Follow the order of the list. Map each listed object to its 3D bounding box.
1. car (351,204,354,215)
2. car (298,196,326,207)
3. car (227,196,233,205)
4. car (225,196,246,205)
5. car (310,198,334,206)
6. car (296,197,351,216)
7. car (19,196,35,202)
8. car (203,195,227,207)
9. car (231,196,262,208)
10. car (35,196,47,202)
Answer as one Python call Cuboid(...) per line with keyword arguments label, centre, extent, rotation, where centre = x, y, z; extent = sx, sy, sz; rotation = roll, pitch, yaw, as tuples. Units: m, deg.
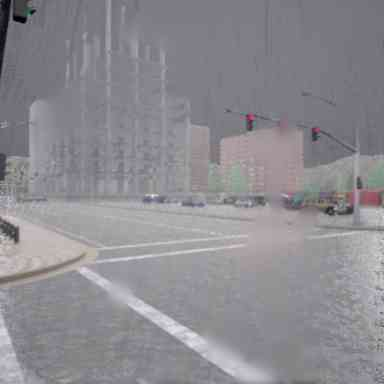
Cuboid(label="car", centre=(16.230, 1.504, 36.691), extent=(1.905, 1.878, 3.866), rotation=(1, -1, -35))
Cuboid(label="car", centre=(22.438, 1.717, 62.264), extent=(1.932, 1.855, 4.605), rotation=(1, -1, -35))
Cuboid(label="car", centre=(7.148, 1.906, 69.967), extent=(1.784, 1.438, 3.905), rotation=(1, -1, -35))
Cuboid(label="car", centre=(9.331, 1.718, 71.531), extent=(1.932, 1.855, 4.605), rotation=(1, -1, -35))
Cuboid(label="car", centre=(24.860, 1.952, 63.850), extent=(1.784, 1.438, 3.905), rotation=(1, -1, -35))
Cuboid(label="car", centre=(13.815, 1.477, 35.096), extent=(1.932, 1.855, 4.605), rotation=(1, -1, -35))
Cuboid(label="car", centre=(-42.259, 1.995, 85.221), extent=(1.895, 1.301, 4.718), rotation=(1, -1, -35))
Cuboid(label="car", centre=(4.761, 1.913, 68.328), extent=(1.970, 1.475, 3.806), rotation=(1, -1, -35))
Cuboid(label="car", centre=(8.563, 1.819, 52.616), extent=(1.970, 1.475, 3.806), rotation=(1, -1, -35))
Cuboid(label="car", centre=(-39.239, 1.902, 87.055), extent=(1.882, 1.535, 5.008), rotation=(1, -1, -35))
